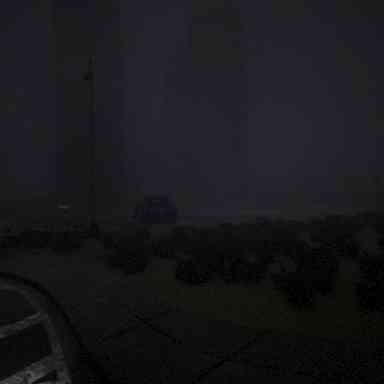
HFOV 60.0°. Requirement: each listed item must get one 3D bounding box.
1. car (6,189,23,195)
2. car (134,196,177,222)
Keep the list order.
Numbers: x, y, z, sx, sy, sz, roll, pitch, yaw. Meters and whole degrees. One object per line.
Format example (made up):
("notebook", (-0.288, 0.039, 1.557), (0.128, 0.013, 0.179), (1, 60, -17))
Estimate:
("car", (-40.303, 0.372, 75.387), (1.905, 1.878, 3.866), (-7, -4, 28))
("car", (-2.504, 1.108, 21.936), (2.242, 1.667, 4.611), (-1, 1, -19))
